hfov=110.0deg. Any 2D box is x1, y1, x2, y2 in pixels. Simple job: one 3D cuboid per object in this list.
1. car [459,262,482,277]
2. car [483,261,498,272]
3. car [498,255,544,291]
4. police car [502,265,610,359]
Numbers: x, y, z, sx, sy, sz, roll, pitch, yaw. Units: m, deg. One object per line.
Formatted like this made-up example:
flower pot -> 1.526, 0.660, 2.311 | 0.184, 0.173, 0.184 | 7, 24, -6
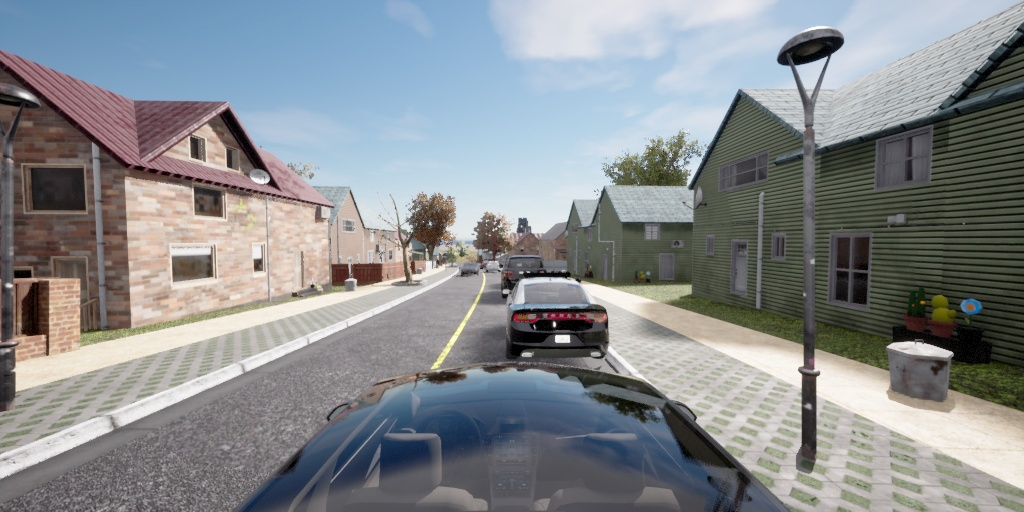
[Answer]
car -> -4.299, 1.345, 36.852 | 1.837, 1.490, 4.892 | 0, 0, -5
car -> -2.516, 1.409, 47.592 | 1.812, 1.442, 4.674 | 0, 0, -6
car -> 0.529, 0.986, 18.515 | 2.150, 2.045, 5.566 | 0, 0, -2
police car -> 0.803, 1.174, 8.534 | 1.930, 1.638, 5.238 | 0, 0, -1
